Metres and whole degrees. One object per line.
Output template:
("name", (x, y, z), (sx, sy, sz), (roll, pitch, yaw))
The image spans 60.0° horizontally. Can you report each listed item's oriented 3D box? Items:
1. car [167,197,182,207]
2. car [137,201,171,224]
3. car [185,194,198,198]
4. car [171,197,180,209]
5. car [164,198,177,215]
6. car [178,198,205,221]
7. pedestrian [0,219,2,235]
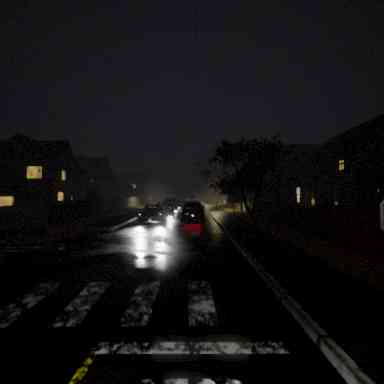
("car", (-2.908, 1.621, 55.628), (2.128, 1.511, 4.902), (0, 0, 0))
("car", (-2.899, 1.628, 25.106), (1.895, 1.301, 4.718), (0, 0, 0))
("car", (-0.024, 1.380, 61.167), (2.150, 2.045, 5.566), (0, 0, 0))
("car", (-2.933, 1.561, 45.269), (1.882, 1.535, 5.008), (0, 0, 0))
("car", (-2.915, 1.650, 35.154), (1.895, 1.301, 4.718), (0, 0, 0))
("car", (0.044, 1.536, 27.710), (1.837, 1.490, 4.892), (0, 0, 0))
("pedestrian", (-9.945, 1.438, 17.052), (0.375, 1.860, 0.375), (0, -2, 5))
